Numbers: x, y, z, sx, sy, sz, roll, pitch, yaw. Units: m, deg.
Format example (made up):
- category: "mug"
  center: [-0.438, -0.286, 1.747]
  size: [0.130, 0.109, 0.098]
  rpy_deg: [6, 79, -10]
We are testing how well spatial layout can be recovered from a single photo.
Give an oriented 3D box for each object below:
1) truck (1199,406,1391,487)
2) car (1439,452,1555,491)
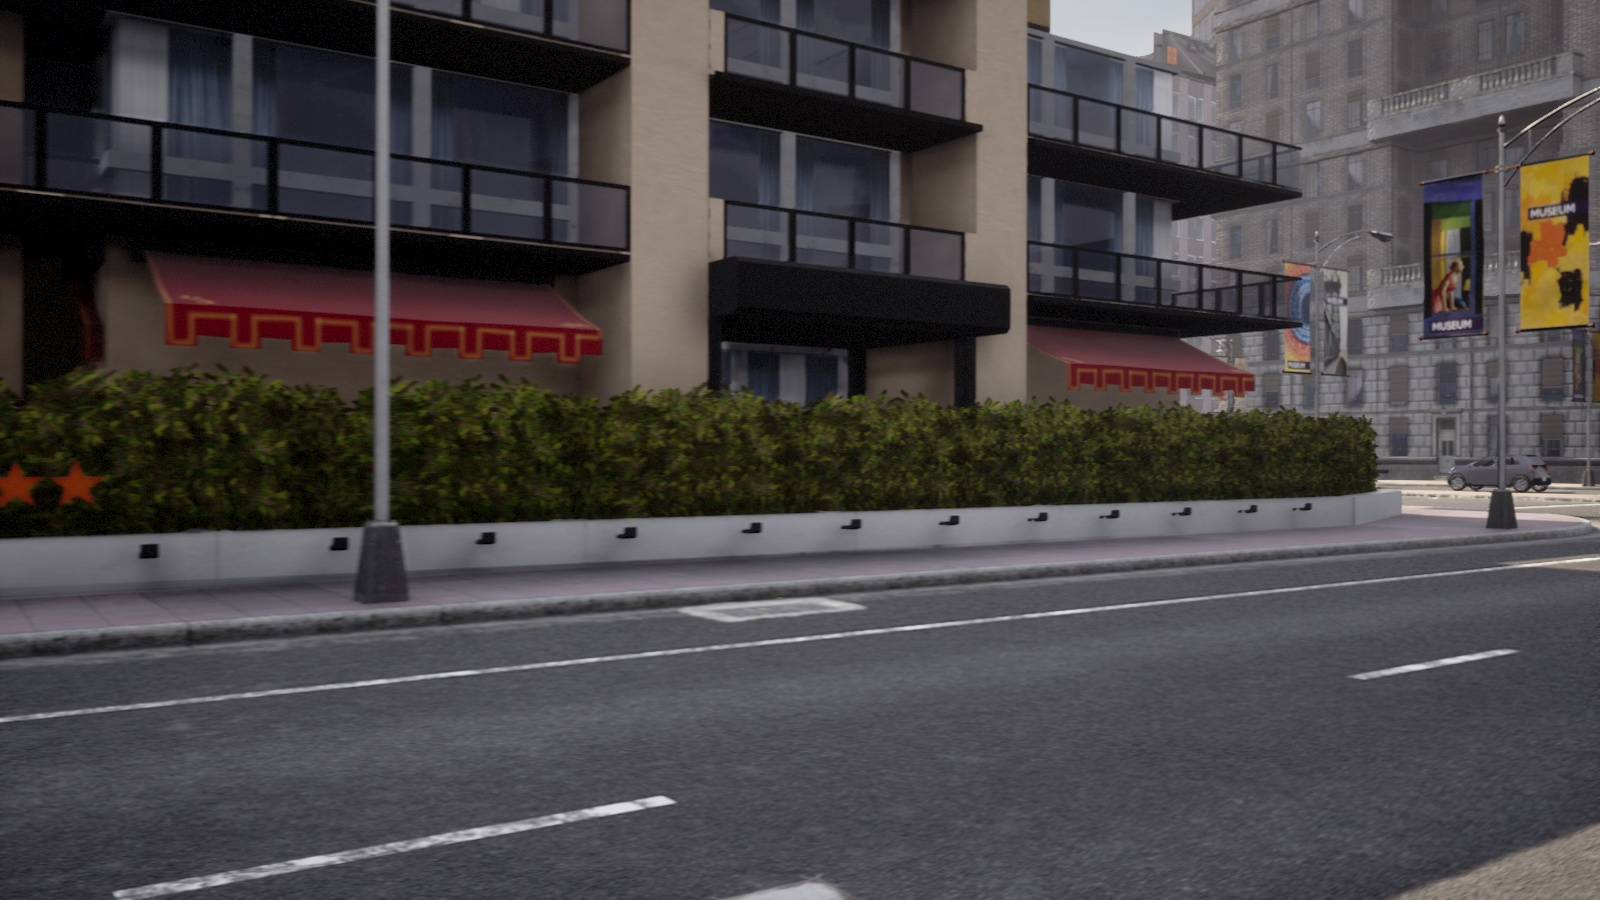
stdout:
- category: "truck"
  center: [22.643, -0.143, 57.918]
  size: [2.891, 3.462, 7.936]
  rpy_deg: [0, 0, -35]
- category: "car"
  center: [27.874, 0.823, 50.312]
  size: [1.845, 1.501, 3.633]
  rpy_deg: [0, 0, -35]
